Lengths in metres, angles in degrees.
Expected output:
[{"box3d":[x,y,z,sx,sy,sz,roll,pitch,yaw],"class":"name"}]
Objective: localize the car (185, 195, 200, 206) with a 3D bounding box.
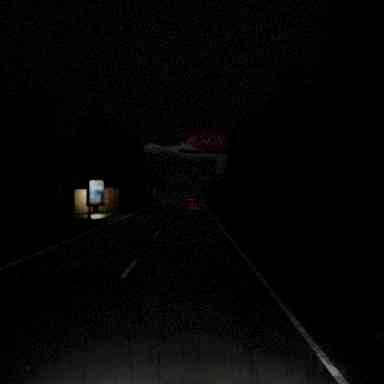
[{"box3d":[0.003,1.128,44.920,1.837,1.490,4.892,0,0,0],"class":"car"}]
